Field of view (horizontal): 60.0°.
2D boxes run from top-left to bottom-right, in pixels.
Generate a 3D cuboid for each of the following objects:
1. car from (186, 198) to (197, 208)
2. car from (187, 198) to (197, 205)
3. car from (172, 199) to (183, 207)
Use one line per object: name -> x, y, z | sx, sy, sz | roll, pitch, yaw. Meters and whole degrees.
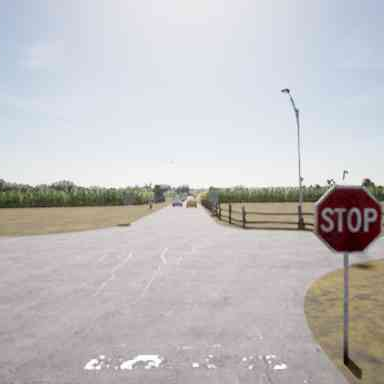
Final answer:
car -> -0.062, 2.021, 60.652 | 1.882, 1.535, 5.008 | 0, -1, 0
car -> -0.072, 2.036, 71.076 | 2.128, 1.511, 4.902 | 0, -1, 0
car -> -2.817, 2.126, 65.237 | 1.812, 1.442, 4.674 | 0, -1, 0
